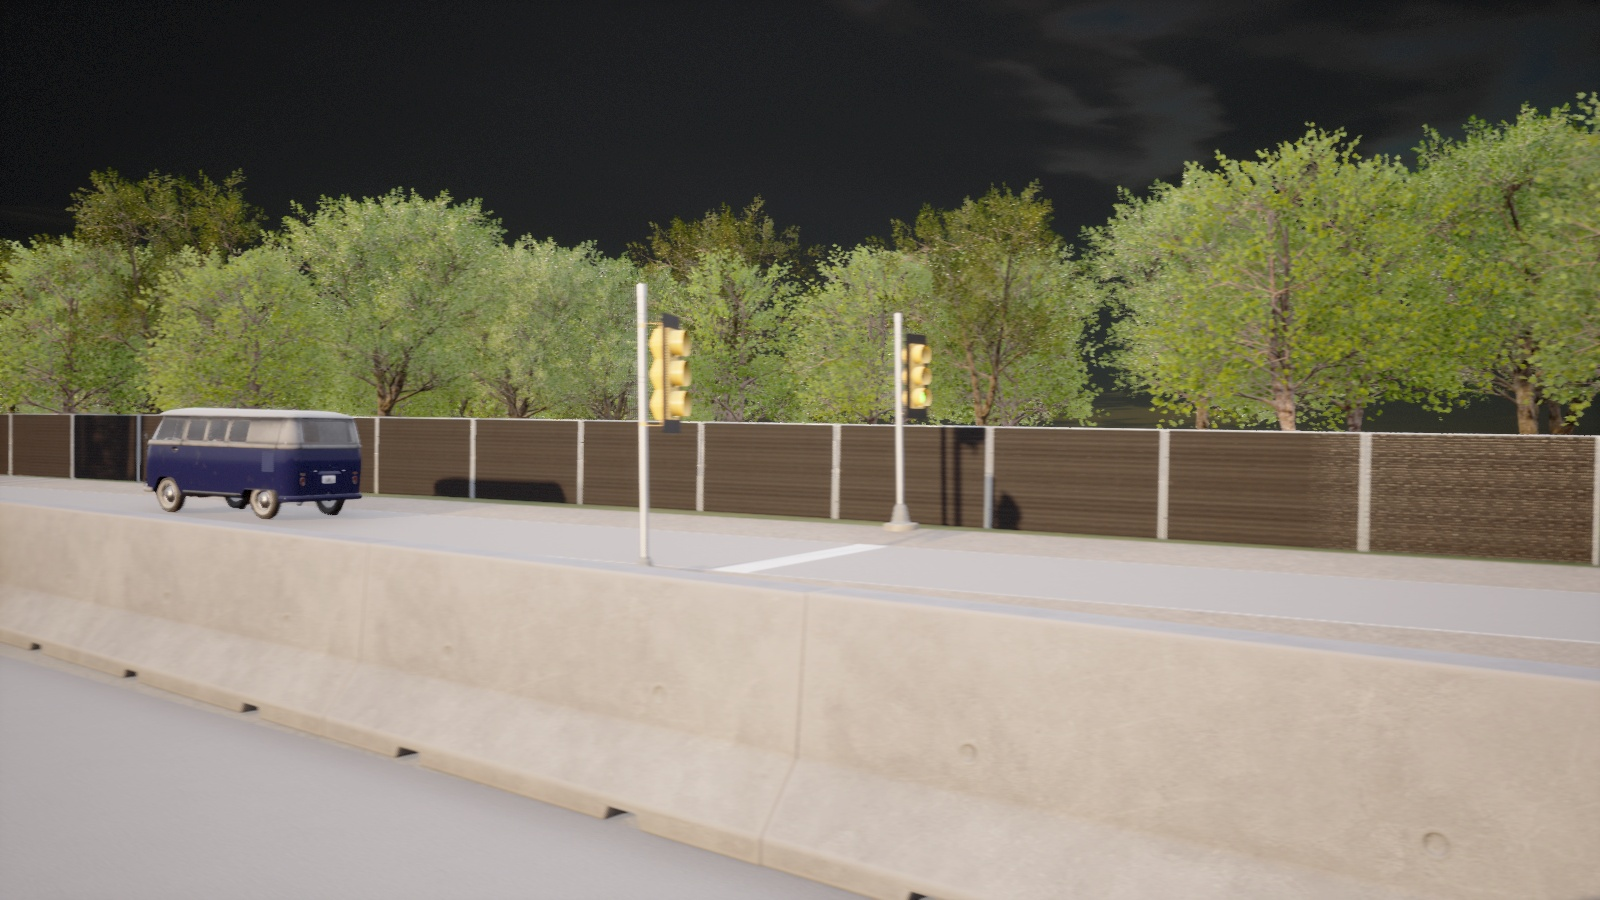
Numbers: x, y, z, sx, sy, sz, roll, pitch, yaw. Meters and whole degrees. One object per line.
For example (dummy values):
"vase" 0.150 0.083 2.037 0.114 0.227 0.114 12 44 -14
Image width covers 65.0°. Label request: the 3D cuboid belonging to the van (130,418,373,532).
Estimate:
"van" -10.327 0.397 23.594 4.442 1.987 1.775 1 1 27
